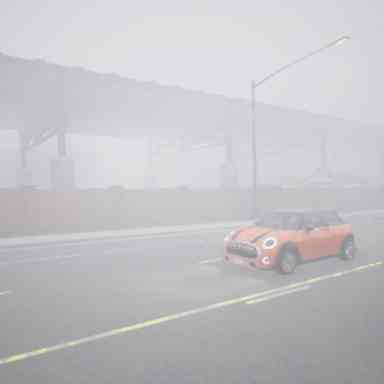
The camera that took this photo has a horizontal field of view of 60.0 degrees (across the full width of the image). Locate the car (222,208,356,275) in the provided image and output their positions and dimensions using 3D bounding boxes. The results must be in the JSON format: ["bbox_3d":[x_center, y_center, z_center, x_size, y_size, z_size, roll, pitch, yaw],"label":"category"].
[{"bbox_3d":[3.129,1.332,10.509,4.553,1.767,2.097,0,0,-35],"label":"car"}]
